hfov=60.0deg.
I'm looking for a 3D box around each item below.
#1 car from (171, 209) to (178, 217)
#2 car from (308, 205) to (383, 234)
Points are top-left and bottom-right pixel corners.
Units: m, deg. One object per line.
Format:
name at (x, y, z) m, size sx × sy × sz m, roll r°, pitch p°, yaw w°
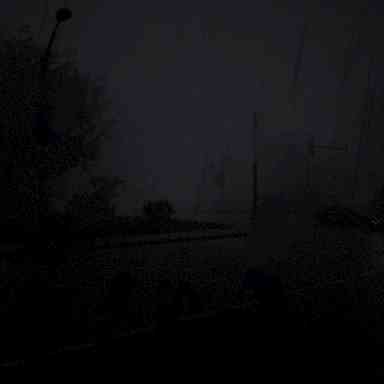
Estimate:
car at (-3.555, 2.347, 41.100) m, size 1.837 × 1.490 × 4.892 m, roll 0°, pitch -3°, yaw -32°
car at (9.566, 1.619, 20.459) m, size 1.882 × 1.535 × 5.008 m, roll 0°, pitch 0°, yaw -32°
